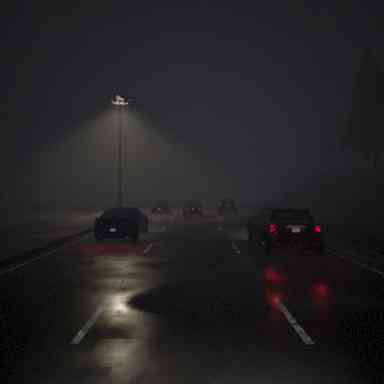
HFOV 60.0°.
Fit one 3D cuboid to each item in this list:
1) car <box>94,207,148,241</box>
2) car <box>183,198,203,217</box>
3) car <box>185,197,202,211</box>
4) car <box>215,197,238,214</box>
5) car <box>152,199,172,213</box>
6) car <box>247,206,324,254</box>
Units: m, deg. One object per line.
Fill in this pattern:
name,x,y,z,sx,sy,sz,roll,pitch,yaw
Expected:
car,-3.399,1.477,16.713,1.882,1.535,5.008,0,0,0
car,0.097,1.547,31.758,2.033,1.411,5.357,0,0,0
car,0.259,1.491,42.483,2.128,1.511,4.902,0,0,2
car,3.609,1.354,35.382,2.097,1.767,4.553,0,0,0
car,-3.372,1.505,37.233,1.837,1.490,4.892,0,0,0
car,3.600,1.352,13.609,2.097,1.767,4.553,0,0,0
